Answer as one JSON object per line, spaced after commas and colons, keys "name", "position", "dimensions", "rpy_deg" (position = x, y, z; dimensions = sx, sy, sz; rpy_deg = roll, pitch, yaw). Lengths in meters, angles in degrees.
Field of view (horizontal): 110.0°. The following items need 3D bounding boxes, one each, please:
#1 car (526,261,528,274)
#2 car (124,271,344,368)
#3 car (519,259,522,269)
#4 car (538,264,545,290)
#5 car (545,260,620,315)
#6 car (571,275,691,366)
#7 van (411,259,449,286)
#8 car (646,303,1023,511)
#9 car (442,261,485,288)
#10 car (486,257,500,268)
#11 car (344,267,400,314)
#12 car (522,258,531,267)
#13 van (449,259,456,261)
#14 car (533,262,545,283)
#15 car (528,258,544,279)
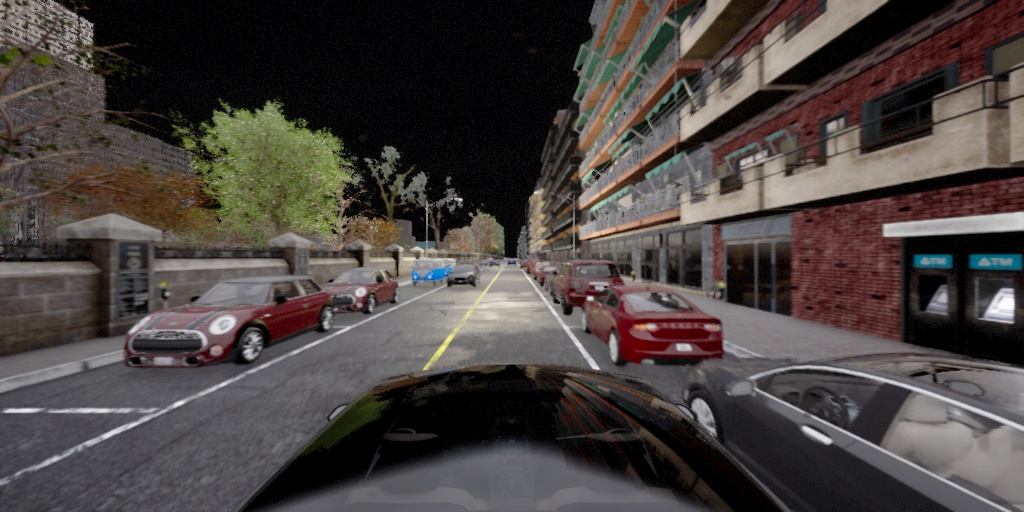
{"name": "car", "position": [2.676, 1.352, 35.995], "dimensions": [1.802, 1.307, 4.207], "rpy_deg": [0, 0, 0]}
{"name": "car", "position": [-5.693, 1.191, 7.842], "dimensions": [1.967, 1.591, 4.097], "rpy_deg": [0, 0, 0]}
{"name": "car", "position": [2.363, 1.154, 57.306], "dimensions": [2.097, 1.767, 4.553], "rpy_deg": [0, 0, 0]}
{"name": "car", "position": [2.683, 1.305, 19.105], "dimensions": [2.007, 1.370, 4.403], "rpy_deg": [0, 0, 0]}
{"name": "car", "position": [2.686, 1.067, 13.475], "dimensions": [2.192, 1.841, 5.009], "rpy_deg": [0, 0, 0]}
{"name": "car", "position": [2.688, 1.296, 7.844], "dimensions": [1.888, 1.381, 4.507], "rpy_deg": [0, 0, 0]}
{"name": "van", "position": [-5.700, 1.100, 24.732], "dimensions": [1.690, 1.789, 3.998], "rpy_deg": [0, 0, 0]}
{"name": "car", "position": [2.690, 1.300, 2.215], "dimensions": [2.007, 1.370, 4.403], "rpy_deg": [0, 0, 0]}
{"name": "car", "position": [-3.107, 1.263, 23.877], "dimensions": [1.837, 1.490, 4.892], "rpy_deg": [0, 0, 0]}
{"name": "car", "position": [-3.046, 1.361, 63.868], "dimensions": [2.033, 1.411, 5.357], "rpy_deg": [0, 0, 1]}
{"name": "car", "position": [-5.695, 1.193, 13.471], "dimensions": [1.967, 1.591, 4.097], "rpy_deg": [0, 0, 0]}
{"name": "car", "position": [2.674, 1.092, 41.624], "dimensions": [2.192, 1.841, 5.009], "rpy_deg": [0, 0, 0]}
{"name": "van", "position": [-5.702, 1.105, 30.361], "dimensions": [1.690, 1.789, 3.998], "rpy_deg": [0, 0, 0]}
{"name": "car", "position": [2.680, 1.304, 24.735], "dimensions": [1.888, 1.381, 4.507], "rpy_deg": [0, 0, 0]}
{"name": "car", "position": [2.679, 1.203, 30.364], "dimensions": [1.967, 1.591, 4.097], "rpy_deg": [0, 0, 0]}
